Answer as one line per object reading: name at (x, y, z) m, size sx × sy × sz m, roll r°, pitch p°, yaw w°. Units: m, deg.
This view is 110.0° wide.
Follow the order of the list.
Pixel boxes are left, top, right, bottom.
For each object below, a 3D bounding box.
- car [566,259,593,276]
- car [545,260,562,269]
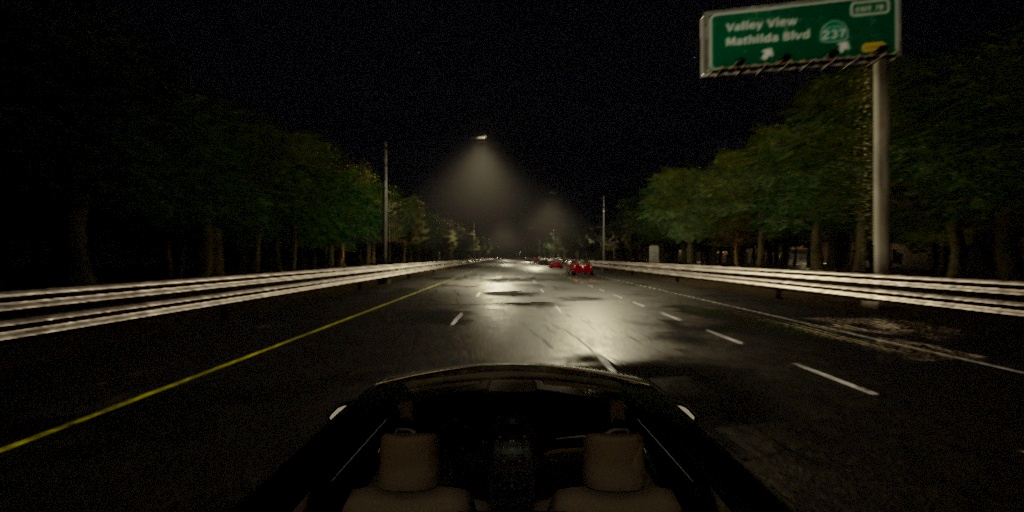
car at (7.012, 1.116, 37.523) m, size 2.097 × 1.767 × 4.553 m, roll 0°, pitch 0°, yaw 0°
car at (7.020, 1.339, 58.593) m, size 1.994 × 1.385 × 4.181 m, roll 0°, pitch 0°, yaw 0°
